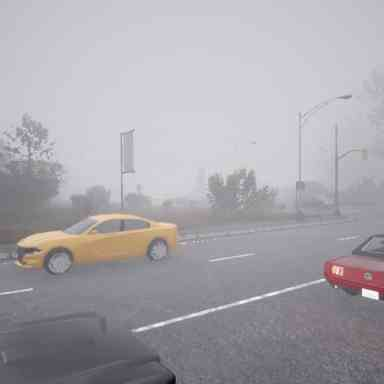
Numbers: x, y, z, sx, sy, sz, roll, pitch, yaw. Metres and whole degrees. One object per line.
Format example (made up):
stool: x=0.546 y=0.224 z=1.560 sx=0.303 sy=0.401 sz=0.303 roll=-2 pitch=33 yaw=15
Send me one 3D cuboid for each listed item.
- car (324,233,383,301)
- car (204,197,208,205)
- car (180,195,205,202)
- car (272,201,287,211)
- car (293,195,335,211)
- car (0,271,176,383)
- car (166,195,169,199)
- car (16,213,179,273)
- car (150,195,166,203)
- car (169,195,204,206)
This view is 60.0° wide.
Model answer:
car: x=5.072 y=1.570 z=7.378 sx=4.718 sy=1.301 sz=1.895 roll=0 pitch=0 yaw=-36
car: x=3.174 y=1.381 z=50.374 sx=1.895 sy=1.301 sz=4.718 roll=-1 pitch=0 yaw=-39
car: x=0.046 y=1.275 z=65.737 sx=2.033 sy=1.411 sz=5.357 roll=-1 pitch=0 yaw=-38
car: x=8.699 y=1.366 z=37.921 sx=1.994 sy=1.385 sz=4.181 roll=-1 pitch=0 yaw=-39
car: x=13.736 y=1.124 z=37.276 sx=2.097 sy=1.767 sz=4.553 roll=-1 pitch=0 yaw=-39
car: x=-2.376 y=1.601 z=2.041 sx=4.718 sy=1.301 sz=1.895 roll=0 pitch=0 yaw=-36
car: x=-6.684 y=1.328 z=74.005 sx=1.895 sy=1.301 sz=4.718 roll=-1 pitch=0 yaw=-38
car: x=-2.776 y=1.470 z=10.596 sx=5.008 sy=1.535 sz=1.882 roll=0 pitch=0 yaw=-35
car: x=-7.632 y=1.265 z=63.941 sx=1.882 sy=1.535 sz=5.008 roll=-1 pitch=0 yaw=-38
car: x=-0.883 y=1.288 z=49.838 sx=1.882 sy=1.535 sz=5.008 roll=-1 pitch=1 yaw=-39
